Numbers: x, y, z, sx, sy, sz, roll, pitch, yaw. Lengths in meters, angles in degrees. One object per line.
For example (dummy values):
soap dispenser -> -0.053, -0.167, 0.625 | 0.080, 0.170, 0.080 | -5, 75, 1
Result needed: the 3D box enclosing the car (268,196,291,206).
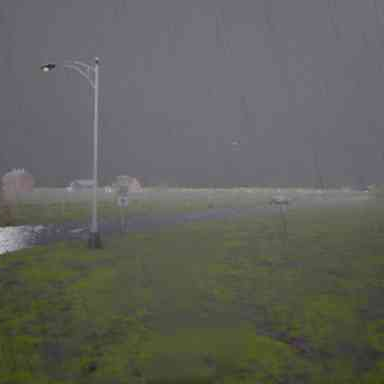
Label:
car -> 13.416, 1.280, 50.574 | 2.033, 1.411, 5.357 | 2, 1, 34
